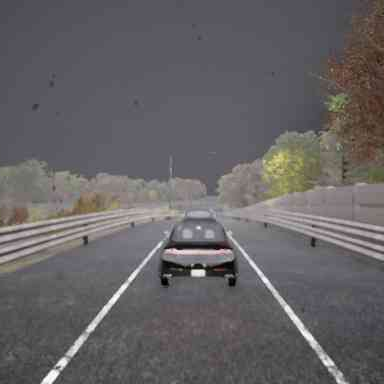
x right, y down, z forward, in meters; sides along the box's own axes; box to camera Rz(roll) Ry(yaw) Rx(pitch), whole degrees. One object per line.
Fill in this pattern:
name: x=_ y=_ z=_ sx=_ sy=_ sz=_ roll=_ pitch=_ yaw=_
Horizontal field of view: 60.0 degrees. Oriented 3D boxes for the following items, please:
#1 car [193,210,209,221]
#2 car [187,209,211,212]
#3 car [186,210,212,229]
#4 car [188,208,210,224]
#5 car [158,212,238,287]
car: x=1.296 y=3.115 z=44.043 sx=1.895 sy=1.301 sz=4.718 roll=0 pitch=-4 yaw=4
car: x=0.389 y=1.714 z=19.306 sx=1.882 sy=1.535 sz=5.008 roll=0 pitch=-2 yaw=1
car: x=0.555 y=2.086 z=26.262 sx=1.895 sy=1.301 sz=4.718 roll=0 pitch=-2 yaw=2
car: x=0.813 y=2.405 z=33.845 sx=2.033 sy=1.411 sz=5.357 roll=0 pitch=-3 yaw=3
car: x=0.180 y=1.530 z=9.423 sx=2.128 sy=1.511 sz=4.902 roll=0 pitch=-1 yaw=1
